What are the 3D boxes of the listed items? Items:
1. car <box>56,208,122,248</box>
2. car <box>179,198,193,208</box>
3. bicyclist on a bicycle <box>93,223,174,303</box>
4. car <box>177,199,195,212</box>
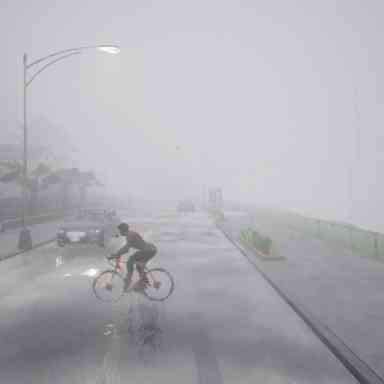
[{"bbox_3d":[-4.364,1.490,14.764,2.128,1.511,4.902,0,0,-1],"label":"car"},{"bbox_3d":[-0.867,1.600,48.035,1.895,1.301,4.718,0,0,-1],"label":"car"},{"bbox_3d":[-1.207,1.450,6.762,1.656,1.620,0.582,-2,0,-1],"label":"bicyclist on a bicycle"},{"bbox_3d":[-0.669,1.563,38.092,1.994,1.385,4.181,0,0,-1],"label":"car"}]
